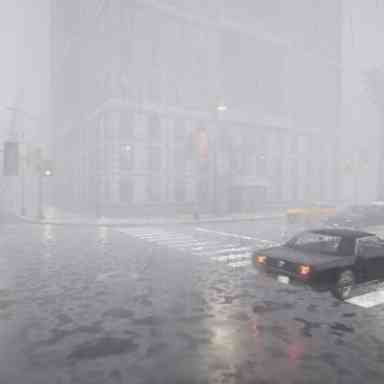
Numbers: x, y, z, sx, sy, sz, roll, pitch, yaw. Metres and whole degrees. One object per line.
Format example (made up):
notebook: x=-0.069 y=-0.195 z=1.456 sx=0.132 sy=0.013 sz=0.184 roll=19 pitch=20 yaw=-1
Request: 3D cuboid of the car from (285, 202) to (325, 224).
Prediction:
car: x=8.879 y=1.470 z=23.916 sx=5.008 sy=1.535 sz=1.882 roll=0 pitch=0 yaw=-32

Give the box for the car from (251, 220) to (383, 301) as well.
car: x=3.848 y=1.597 z=8.321 sx=4.718 sy=1.301 sz=1.895 roll=0 pitch=0 yaw=-32

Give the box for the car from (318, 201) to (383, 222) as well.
car: x=10.706 y=1.541 z=20.934 sx=5.357 sy=1.411 sz=2.033 roll=0 pitch=0 yaw=-32

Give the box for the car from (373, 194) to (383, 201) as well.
car: x=17.549 y=1.212 z=29.247 sx=5.566 sy=2.045 sz=2.150 roll=0 pitch=0 yaw=-31
